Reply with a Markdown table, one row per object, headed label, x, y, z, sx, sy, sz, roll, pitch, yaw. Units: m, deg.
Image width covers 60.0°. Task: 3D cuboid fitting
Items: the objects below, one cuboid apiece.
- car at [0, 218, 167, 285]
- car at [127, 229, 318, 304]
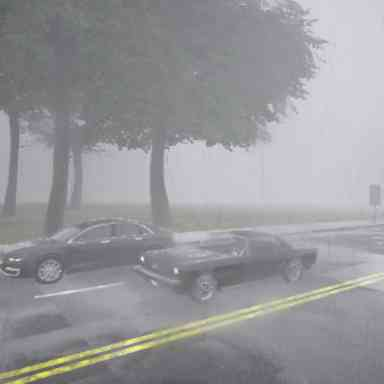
| label | x | y | z | sx | sy | sz | roll | pitch | yaw |
| --- | --- | --- | --- | --- | --- | --- | --- | --- | --- |
| car | -2.780 | 1.546 | 9.686 | 4.892 | 1.490 | 1.837 | 1 | -1 | -36 |
| car | 1.014 | 1.671 | 8.402 | 4.718 | 1.301 | 1.895 | 1 | -1 | -36 |
